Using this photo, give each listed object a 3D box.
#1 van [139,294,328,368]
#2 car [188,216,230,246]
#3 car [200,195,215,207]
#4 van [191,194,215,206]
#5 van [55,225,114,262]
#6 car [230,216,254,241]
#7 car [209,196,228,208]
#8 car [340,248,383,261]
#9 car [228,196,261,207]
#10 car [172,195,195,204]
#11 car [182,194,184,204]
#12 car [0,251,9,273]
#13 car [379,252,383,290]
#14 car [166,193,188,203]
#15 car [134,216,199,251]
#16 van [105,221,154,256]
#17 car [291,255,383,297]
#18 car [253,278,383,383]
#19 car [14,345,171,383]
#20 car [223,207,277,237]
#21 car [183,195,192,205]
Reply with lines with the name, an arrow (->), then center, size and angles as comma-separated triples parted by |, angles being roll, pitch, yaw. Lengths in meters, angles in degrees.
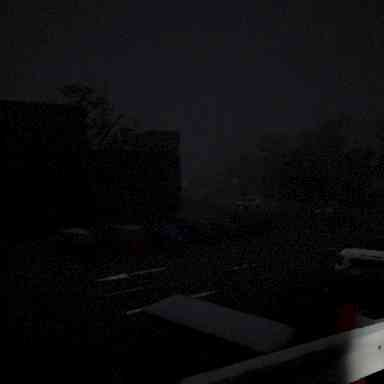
van -> 0.715, 3.996, 8.219 | 4.442, 1.987, 1.878 | 1, 4, 39
car -> -0.060, 3.099, 27.550 | 5.566, 2.045, 2.435 | 0, 2, 39
car -> 4.079, 1.834, 58.743 | 2.002, 1.452, 4.674 | 0, 4, 41
van -> 2.535, 1.499, 61.259 | 1.878, 1.987, 4.442 | 1, 4, 41
van -> -7.808, 3.557, 23.120 | 4.442, 1.987, 1.878 | 0, 3, 39
car -> 2.496, 3.235, 29.077 | 4.792, 1.488, 2.163 | 0, 2, 39
car -> 5.673, 1.855, 56.263 | 1.946, 1.575, 5.366 | 0, 4, 41
car -> 8.441, 3.528, 12.893 | 5.566, 2.045, 2.435 | 1, 4, 39
car -> 8.476, 1.776, 50.845 | 2.435, 2.045, 5.566 | 1, 4, 41
car -> -1.773, 1.525, 69.231 | 2.002, 1.452, 4.674 | 0, 4, 41
car -> -0.343, 1.438, 66.580 | 2.185, 1.767, 4.553 | 0, 4, 41
car -> -12.787, 4.070, 20.048 | 4.892, 1.521, 2.231 | 0, 3, 39
car -> 11.046, 3.661, 14.449 | 4.792, 1.488, 2.163 | 1, 4, 39
car -> -3.213, 1.281, 71.866 | 2.185, 1.767, 4.553 | 1, 4, 41
car -> -2.604, 3.243, 26.046 | 5.566, 2.045, 2.435 | -1, 2, 39
van -> -5.264, 3.414, 24.625 | 4.442, 1.987, 1.878 | 0, 3, 39
car -> 5.790, 3.675, 11.371 | 5.566, 2.045, 2.435 | 1, 5, 39
car -> 3.243, 3.948, 9.807 | 4.553, 1.767, 2.185 | 1, 5, 39
car -> -1.968, 4.368, 6.758 | 4.892, 1.521, 2.231 | 1, 5, 39
car -> 4.975, 2.812, 30.583 | 5.566, 2.045, 2.435 | 0, 3, 39
car -> 1.160, 1.638, 63.984 | 2.097, 1.535, 5.008 | 1, 4, 41
